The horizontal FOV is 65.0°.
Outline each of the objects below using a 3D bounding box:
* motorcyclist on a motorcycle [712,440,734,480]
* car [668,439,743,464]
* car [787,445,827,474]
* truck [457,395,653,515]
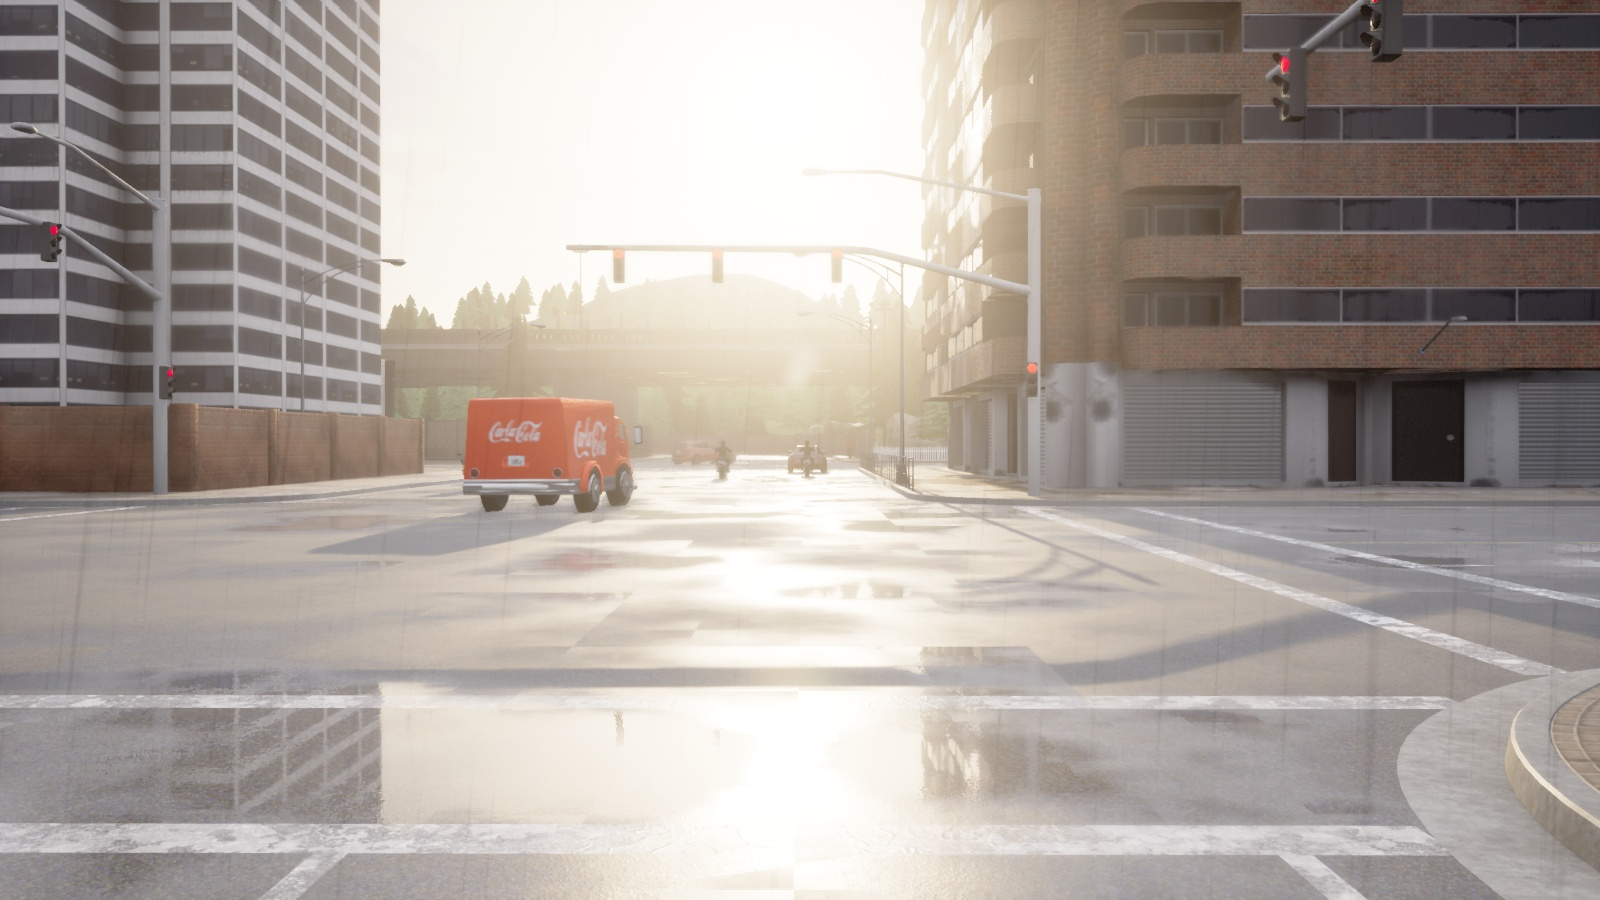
[{"bbox_3d":[-3.195,0.398,52.526,0.766,1.649,2.350,0,0,0],"label":"motorcyclist on a motorcycle"},{"bbox_3d":[-6.383,0.082,84.971,4.611,1.667,2.242,0,1,-42],"label":"car"},{"bbox_3d":[0.367,0.450,63.841,1.994,1.385,4.181,0,0,0],"label":"car"},{"bbox_3d":[-5.407,0.094,28.604,2.627,2.467,5.204,0,0,11],"label":"truck"}]
